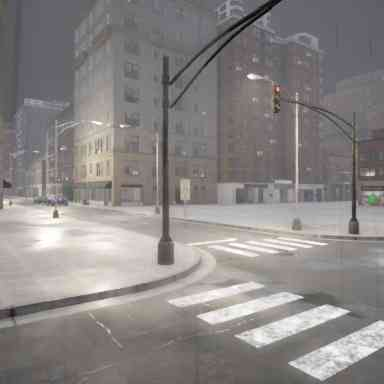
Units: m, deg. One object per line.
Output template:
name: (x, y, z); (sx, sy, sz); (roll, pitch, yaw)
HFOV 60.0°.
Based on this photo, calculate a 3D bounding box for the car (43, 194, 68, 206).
car: (-19.612, 1.119, 48.219); (2.097, 1.767, 4.553); (0, 0, -36)

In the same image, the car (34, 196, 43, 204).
car: (-25.409, 1.288, 56.331); (1.994, 1.385, 4.181); (0, 0, -36)
